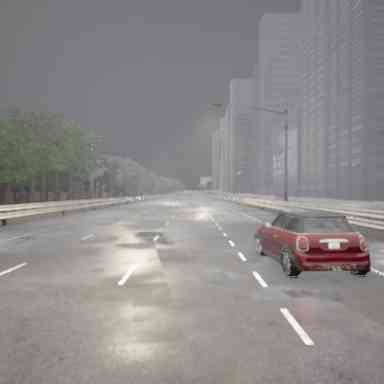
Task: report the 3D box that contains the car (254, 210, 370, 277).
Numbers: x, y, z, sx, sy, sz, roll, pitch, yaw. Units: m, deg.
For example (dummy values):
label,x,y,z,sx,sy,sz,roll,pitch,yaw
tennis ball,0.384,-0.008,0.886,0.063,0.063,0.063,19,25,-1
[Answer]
label,x,y,z,sx,sy,sz,roll,pitch,yaw
car,3.447,1.361,10.444,2.097,1.767,4.553,0,0,-3
